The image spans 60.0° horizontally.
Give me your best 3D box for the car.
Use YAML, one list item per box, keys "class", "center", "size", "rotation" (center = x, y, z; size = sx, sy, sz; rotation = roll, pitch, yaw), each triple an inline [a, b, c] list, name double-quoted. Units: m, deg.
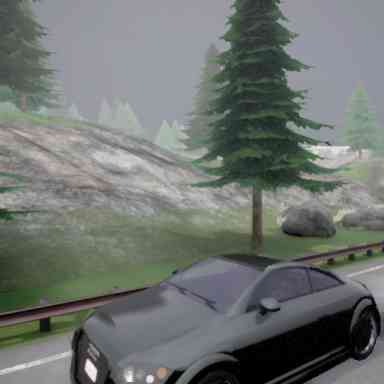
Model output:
- class: "car"
  center: [0.640, 1.562, 4.404]
  size: [4.181, 1.385, 1.994]
  rotation: [0, 0, -35]
